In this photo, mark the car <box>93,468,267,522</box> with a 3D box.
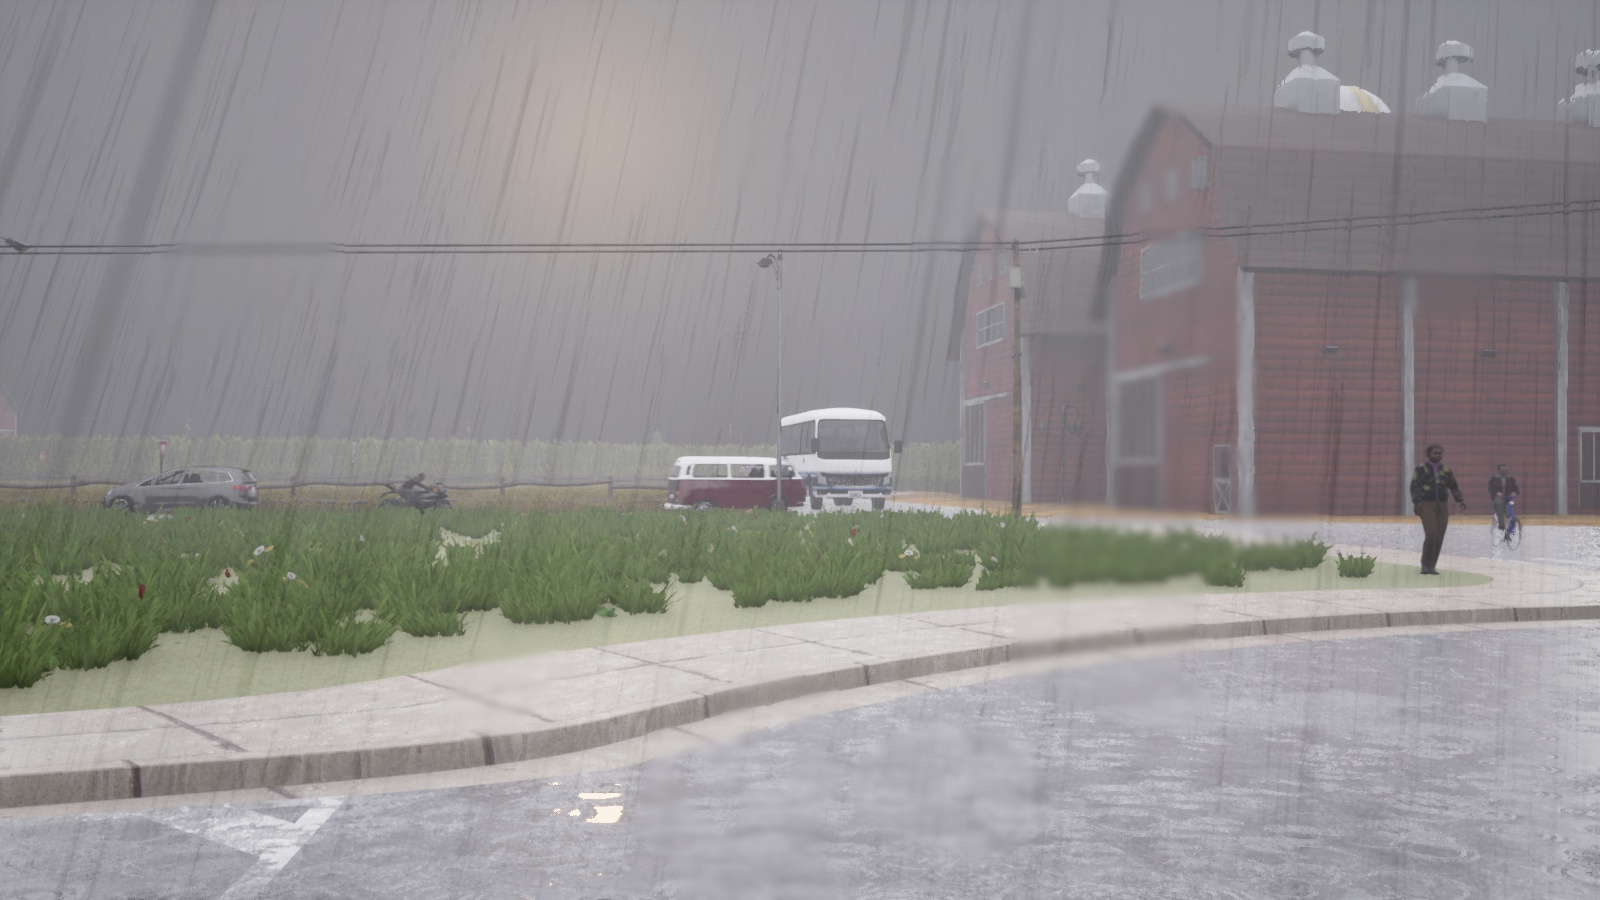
[{"bbox_3d":[-20.087,1.440,40.889,4.611,1.667,2.242,0,-1,-8],"label":"car"}]

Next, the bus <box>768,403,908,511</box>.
[{"bbox_3d":[1.396,0.370,54.907,3.944,4.253,10.273,0,-1,-11],"label":"bus"}]

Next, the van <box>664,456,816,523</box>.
[{"bbox_3d":[-1.964,1.235,40.699,4.480,2.038,2.069,0,0,-20],"label":"van"}]

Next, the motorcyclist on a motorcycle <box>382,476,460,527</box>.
[{"bbox_3d":[-11.634,1.557,38.599,2.191,1.530,0.866,0,-1,-8],"label":"motorcyclist on a motorcycle"}]

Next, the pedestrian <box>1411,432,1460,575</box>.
[{"bbox_3d":[8.782,0.731,17.370,0.395,1.930,0.692,0,-1,8],"label":"pedestrian"}]

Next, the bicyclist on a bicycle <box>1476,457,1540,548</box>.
[{"bbox_3d":[14.467,1.046,25.702,0.659,1.776,1.843,0,-1,13],"label":"bicyclist on a bicycle"}]
